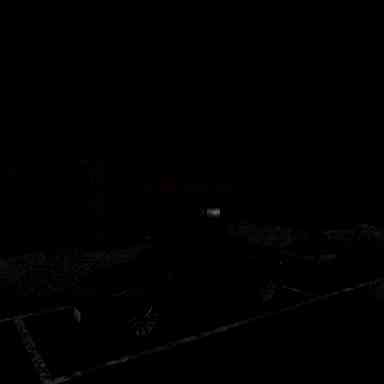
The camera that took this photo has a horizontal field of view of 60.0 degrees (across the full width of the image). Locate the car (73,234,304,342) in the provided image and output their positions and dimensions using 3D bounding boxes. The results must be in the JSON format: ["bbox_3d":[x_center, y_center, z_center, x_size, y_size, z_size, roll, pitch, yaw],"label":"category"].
[{"bbox_3d":[-0.036,1.566,6.510,4.313,1.339,1.947,0,0,-35],"label":"car"}]

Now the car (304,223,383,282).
[{"bbox_3d":[4.445,1.582,9.702,4.206,1.307,1.802,0,0,-35],"label":"car"}]
